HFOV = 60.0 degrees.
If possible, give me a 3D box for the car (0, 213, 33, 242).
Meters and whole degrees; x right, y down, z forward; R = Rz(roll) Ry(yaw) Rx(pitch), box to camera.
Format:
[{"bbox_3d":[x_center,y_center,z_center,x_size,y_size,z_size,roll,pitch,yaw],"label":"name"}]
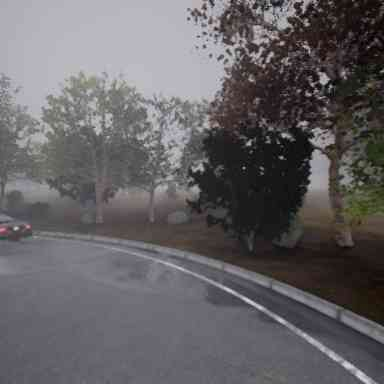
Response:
[{"bbox_3d":[-9.663,1.581,14.901,5.357,1.411,2.033,0,0,23],"label":"car"}]
